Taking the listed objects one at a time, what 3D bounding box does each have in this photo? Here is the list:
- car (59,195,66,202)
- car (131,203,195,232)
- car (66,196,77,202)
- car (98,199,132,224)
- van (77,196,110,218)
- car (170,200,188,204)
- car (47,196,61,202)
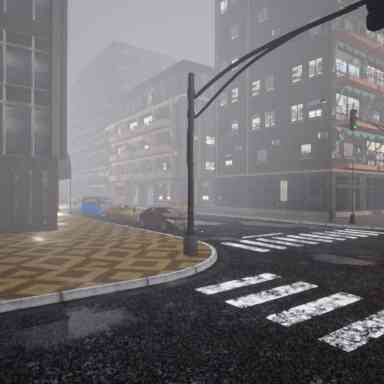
[{"bbox_3d":[-27.906,1.361,70.712,1.967,1.590,4.097,0,0,-36],"label":"car"},{"bbox_3d":[-1.713,1.526,19.803,1.802,1.307,4.206,0,0,-36],"label":"car"},{"bbox_3d":[-21.405,1.448,61.645,1.752,1.417,4.829,0,0,-36],"label":"car"},{"bbox_3d":[-4.914,1.459,24.267,1.752,1.417,4.829,0,0,-36],"label":"car"},{"bbox_3d":[-8.313,1.266,29.008,1.690,1.788,3.998,0,0,-36],"label":"van"},{"bbox_3d":[-1.603,1.488,34.029,1.752,1.417,4.829,0,0,-36],"label":"car"},{"bbox_3d":[-31.205,1.490,75.313,1.947,1.339,4.313,0,0,-36],"label":"car"}]
